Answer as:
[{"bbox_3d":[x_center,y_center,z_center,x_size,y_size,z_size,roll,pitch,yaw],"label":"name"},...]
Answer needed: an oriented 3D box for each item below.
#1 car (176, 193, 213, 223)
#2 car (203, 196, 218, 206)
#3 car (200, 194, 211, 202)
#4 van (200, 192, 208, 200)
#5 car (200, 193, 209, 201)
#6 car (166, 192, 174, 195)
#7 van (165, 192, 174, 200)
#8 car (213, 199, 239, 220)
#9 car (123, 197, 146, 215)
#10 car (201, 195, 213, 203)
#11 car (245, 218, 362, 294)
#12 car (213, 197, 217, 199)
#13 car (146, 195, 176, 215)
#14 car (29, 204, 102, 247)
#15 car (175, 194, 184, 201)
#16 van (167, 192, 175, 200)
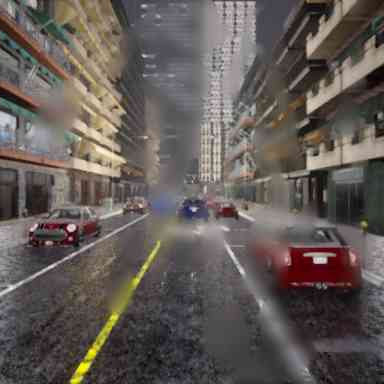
[{"bbox_3d":[0.126,1.209,24.030,2.097,1.767,4.553,0,0,0],"label":"car"},{"bbox_3d":[2.621,1.299,48.468,1.947,1.339,4.313,0,0,0],"label":"car"},{"bbox_3d":[2.639,1.208,65.535,1.887,1.381,4.507,0,0,0],"label":"car"},{"bbox_3d":[2.651,0.965,76.914,1.690,1.788,3.998,0,0,0],"label":"van"},{"bbox_3d":[2.645,1.083,71.225,1.967,1.590,4.097,0,0,0],"label":"car"},{"bbox_3d":[-5.235,1.083,71.227,1.967,1.590,4.097,0,0,0],"label":"car"},{"bbox_3d":[-5.229,0.965,76.917,1.690,1.788,3.998,0,0,0],"label":"van"},{"bbox_3d":[2.598,1.430,25.710,1.802,1.307,4.206,0,0,0],"label":"car"},{"bbox_3d":[-5.276,1.258,31.399,1.967,1.590,4.097,0,0,0],"label":"car"},{"bbox_3d":[2.633,1.229,59.845,1.887,1.381,4.507,0,0,0],"label":"car"},{"bbox_3d":[2.581,1.386,8.639,1.967,1.590,4.097,0,0,0],"label":"car"},{"bbox_3d":[2.609,1.370,37.088,1.802,1.307,4.206,0,0,0],"label":"car"},{"bbox_3d":[-2.814,1.297,31.038,1.882,1.535,5.008,0,0,0],"label":"car"},{"bbox_3d":[-5.293,1.353,14.329,1.967,1.590,4.097,0,0,0],"label":"car"},{"bbox_3d":[-2.673,1.200,72.315,1.895,1.301,4.718,0,0,0],"label":"car"},{"bbox_3d":[-5.223,0.948,82.607,1.690,1.788,3.998,0,0,0],"label":"van"}]
